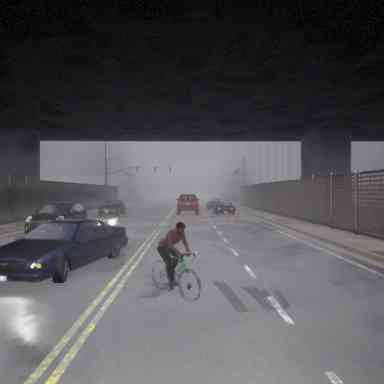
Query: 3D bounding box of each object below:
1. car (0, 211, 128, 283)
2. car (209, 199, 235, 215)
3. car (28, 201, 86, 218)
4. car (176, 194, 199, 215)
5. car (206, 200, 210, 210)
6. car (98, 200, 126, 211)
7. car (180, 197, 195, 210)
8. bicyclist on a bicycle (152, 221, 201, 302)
[{"bbox_3d":[-3.704,1.548,10.047,2.033,1.411,5.357,0,0,12],"label":"car"},{"bbox_3d":[3.140,1.601,33.593,1.895,1.301,4.718,0,0,-1],"label":"car"},{"bbox_3d":[-7.314,1.353,18.393,2.097,1.767,4.553,0,0,-1],"label":"car"},{"bbox_3d":[-0.422,1.221,34.276,2.150,2.045,5.566,0,0,-1],"label":"car"},{"bbox_3d":[2.983,1.564,43.737,1.994,1.385,4.181,0,0,-1],"label":"car"},{"bbox_3d":[-7.498,1.492,31.483,2.128,1.511,4.902,0,0,-1],"label":"car"},{"bbox_3d":[-0.623,1.477,44.985,1.882,1.535,5.008,0,0,-1],"label":"car"},{"bbox_3d":[-0.368,1.452,7.237,0.582,1.620,1.656,0,2,-43],"label":"bicyclist on a bicycle"}]
